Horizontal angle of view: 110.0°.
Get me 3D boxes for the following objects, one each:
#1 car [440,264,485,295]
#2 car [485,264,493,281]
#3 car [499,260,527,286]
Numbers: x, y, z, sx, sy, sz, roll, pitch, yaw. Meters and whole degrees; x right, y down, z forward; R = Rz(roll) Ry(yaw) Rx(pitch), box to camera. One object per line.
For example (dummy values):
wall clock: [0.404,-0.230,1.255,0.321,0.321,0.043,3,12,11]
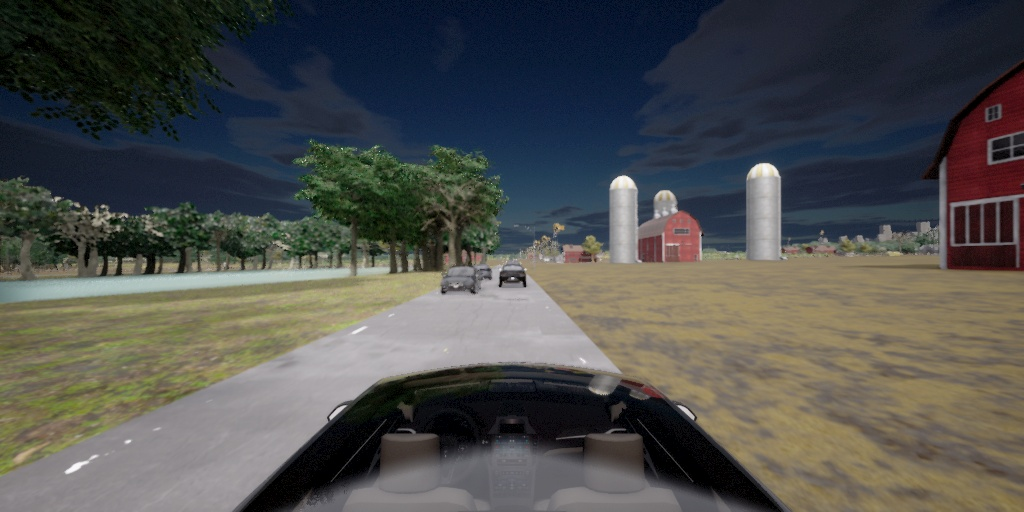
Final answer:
car: [-2.783,1.308,20.311,1.837,1.490,4.892,0,-1,0]
car: [-2.777,1.447,32.112,1.994,1.385,4.181,0,0,1]
car: [0.061,1.316,25.890,1.882,1.535,5.008,0,0,0]
